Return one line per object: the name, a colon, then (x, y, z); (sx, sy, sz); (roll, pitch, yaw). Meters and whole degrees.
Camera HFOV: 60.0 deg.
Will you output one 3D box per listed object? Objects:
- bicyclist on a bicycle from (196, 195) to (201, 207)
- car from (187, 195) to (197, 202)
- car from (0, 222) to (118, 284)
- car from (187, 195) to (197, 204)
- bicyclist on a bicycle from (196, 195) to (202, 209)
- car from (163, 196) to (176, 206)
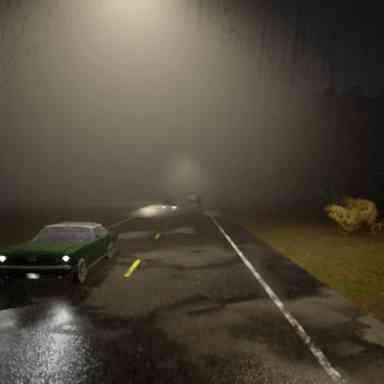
bicyclist on a bicycle: (0.962, 1.350, 51.025); (0.659, 1.776, 1.843); (0, 0, 0)
car: (0.000, 1.467, 77.777); (2.128, 1.511, 4.902); (0, 0, 0)
car: (-3.600, 1.597, 9.735); (1.895, 1.301, 4.718); (0, 0, 0)
car: (0.000, 1.574, 65.116); (1.895, 1.301, 4.718); (0, 0, 0)
bicyclist on a bicycle: (0.962, 1.353, 42.025); (0.659, 1.776, 1.843); (0, 0, 0)
car: (-3.567, 1.455, 53.001); (1.882, 1.535, 5.008); (0, 0, 0)
